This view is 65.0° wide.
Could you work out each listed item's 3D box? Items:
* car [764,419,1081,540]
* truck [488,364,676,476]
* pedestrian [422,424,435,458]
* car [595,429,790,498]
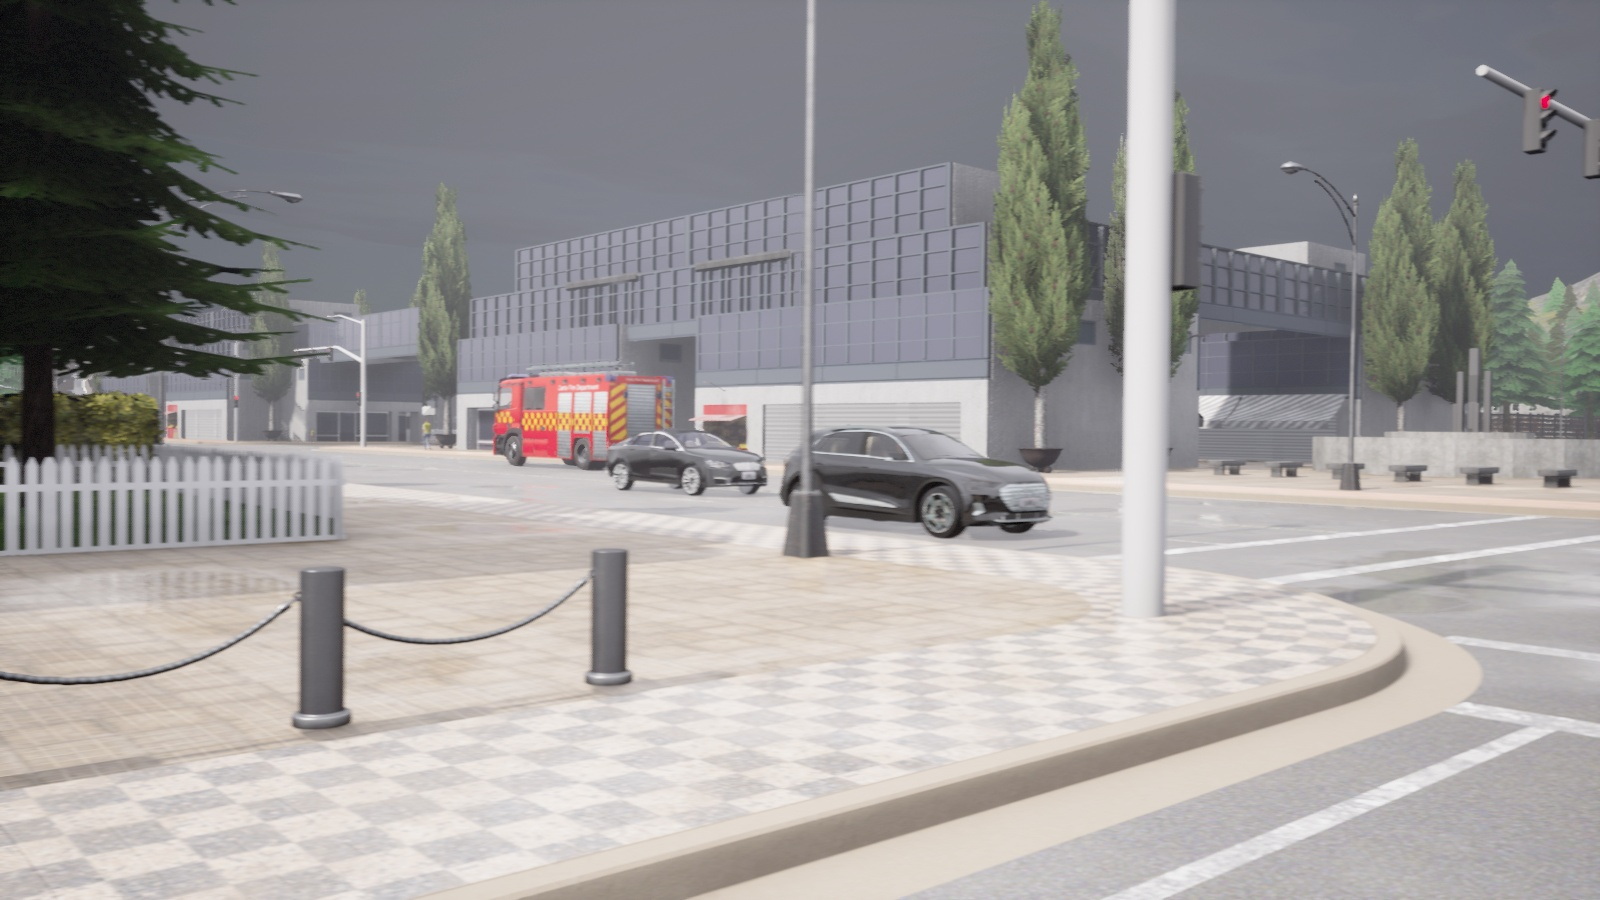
[{"bbox_3d":[1.784,0.374,19.737,2.033,1.649,4.856,-1,1,-41],"label":"car"},{"bbox_3d":[-8.338,-1.078,47.066,2.891,3.827,8.468,-1,1,-41],"label":"truck"},{"bbox_3d":[-20.213,-0.490,68.332,0.354,1.836,0.706,-2,1,-44],"label":"pedestrian"},{"bbox_3d":[-2.654,0.272,30.065,2.128,1.511,4.902,-1,1,-41],"label":"car"}]
